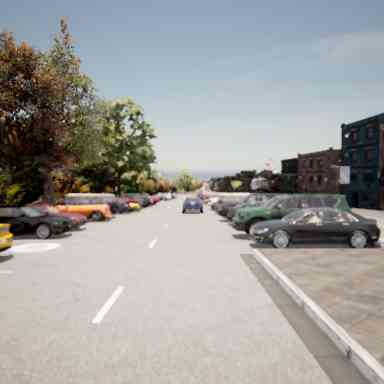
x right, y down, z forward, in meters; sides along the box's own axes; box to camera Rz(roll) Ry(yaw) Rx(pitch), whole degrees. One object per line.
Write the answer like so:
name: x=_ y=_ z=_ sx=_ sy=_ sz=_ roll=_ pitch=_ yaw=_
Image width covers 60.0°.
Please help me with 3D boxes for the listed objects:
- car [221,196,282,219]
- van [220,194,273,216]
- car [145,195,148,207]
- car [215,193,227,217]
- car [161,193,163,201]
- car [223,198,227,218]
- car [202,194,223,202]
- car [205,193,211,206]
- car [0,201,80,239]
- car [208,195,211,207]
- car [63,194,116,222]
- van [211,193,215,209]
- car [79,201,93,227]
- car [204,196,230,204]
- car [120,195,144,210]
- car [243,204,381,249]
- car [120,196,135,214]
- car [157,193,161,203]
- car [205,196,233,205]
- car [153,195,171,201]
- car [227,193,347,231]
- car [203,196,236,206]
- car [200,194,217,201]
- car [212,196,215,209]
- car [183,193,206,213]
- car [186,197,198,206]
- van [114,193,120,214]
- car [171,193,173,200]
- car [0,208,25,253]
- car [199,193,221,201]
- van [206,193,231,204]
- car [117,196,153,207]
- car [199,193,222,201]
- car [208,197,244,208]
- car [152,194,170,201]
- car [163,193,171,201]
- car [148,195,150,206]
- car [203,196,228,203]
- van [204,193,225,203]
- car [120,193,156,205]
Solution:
car: x=4.771 y=1.239 z=27.149 sx=4.553 sy=1.767 sz=2.185 roll=0 pitch=0 yaw=0
van: x=4.852 y=1.143 z=29.953 sx=4.442 sy=1.987 sz=1.878 roll=0 pitch=0 yaw=0
car: x=-8.334 y=1.416 z=41.006 sx=4.792 sy=1.488 sz=2.163 roll=0 pitch=0 yaw=0
car: x=4.714 y=1.112 z=24.348 sx=5.566 sy=2.045 sz=2.435 roll=0 pitch=0 yaw=0
car: x=-8.369 y=1.187 z=57.592 sx=5.566 sy=2.045 sz=2.435 roll=0 pitch=0 yaw=0
car: x=4.738 y=1.364 z=21.543 sx=4.892 sy=1.521 sz=2.231 roll=0 pitch=0 yaw=0
car: x=4.616 y=1.393 z=74.803 sx=4.553 sy=1.767 sz=2.185 roll=0 pitch=0 yaw=0
car: x=4.687 y=1.134 z=41.167 sx=5.566 sy=2.045 sz=2.435 roll=0 pitch=0 yaw=0
car: x=-8.339 y=1.375 z=15.942 sx=5.008 sy=1.535 sz=2.097 roll=0 pitch=0 yaw=0
car: x=4.727 y=1.381 z=38.363 sx=5.008 sy=1.535 sz=2.097 roll=0 pitch=0 yaw=0
car: x=-8.307 y=1.239 z=24.297 sx=4.553 sy=1.767 sz=2.185 roll=0 pitch=0 yaw=0
van: x=4.610 y=1.151 z=35.560 sx=4.442 sy=1.987 sz=1.878 roll=0 pitch=0 yaw=0
car: x=-8.337 y=1.409 z=18.729 sx=4.674 sy=1.452 sz=2.002 roll=0 pitch=0 yaw=0
car: x=4.699 y=1.495 z=63.589 sx=4.792 sy=1.488 sz=2.163 roll=0 pitch=0 yaw=0
car: x=-8.167 y=1.375 z=35.435 sx=5.366 sy=1.575 sz=1.946 roll=0 pitch=0 yaw=0
car: x=4.752 y=1.388 z=13.138 sx=4.892 sy=1.521 sz=2.231 roll=0 pitch=0 yaw=0
car: x=-8.346 y=1.414 z=32.650 sx=4.674 sy=1.452 sz=2.002 roll=0 pitch=0 yaw=0
car: x=-8.363 y=1.174 z=54.930 sx=5.566 sy=2.045 sz=2.435 roll=0 pitch=0 yaw=0
car: x=4.652 y=1.468 z=57.983 sx=4.792 sy=1.488 sz=2.163 roll=0 pitch=0 yaw=0
car: x=-8.442 y=1.640 z=93.918 sx=4.792 sy=1.488 sz=2.163 roll=0 pitch=0 yaw=0
car: x=4.717 y=1.124 z=15.938 sx=5.566 sy=2.045 sz=2.435 roll=0 pitch=0 yaw=0
car: x=4.502 y=1.423 z=55.179 sx=5.366 sy=1.575 sz=1.946 roll=0 pitch=0 yaw=0
car: x=4.582 y=1.472 z=91.622 sx=4.553 sy=1.767 sz=2.185 roll=0 pitch=0 yaw=0
car: x=4.737 y=1.374 z=32.757 sx=4.892 sy=1.521 sz=2.231 roll=0 pitch=0 yaw=0
car: x=0.080 y=1.250 z=35.789 sx=2.097 sy=1.767 sz=4.553 roll=0 pitch=0 yaw=0
car: x=0.037 y=1.541 z=53.880 sx=1.895 sy=1.301 sz=4.718 roll=0 pitch=0 yaw=0
van: x=-8.456 y=1.139 z=27.078 sx=4.442 sy=1.987 sz=1.878 roll=0 pitch=0 yaw=0
car: x=-8.269 y=1.568 z=85.591 sx=5.366 sy=1.575 sz=1.946 roll=0 pitch=0 yaw=0
car: x=-8.328 y=1.400 z=10.374 sx=5.008 sy=1.535 sz=2.097 roll=0 pitch=0 yaw=0
car: x=4.653 y=1.320 z=86.016 sx=5.566 sy=2.045 sz=2.435 roll=0 pitch=0 yaw=0
van: x=4.793 y=1.226 z=60.787 sx=4.442 sy=1.987 sz=1.878 roll=0 pitch=0 yaw=0
car: x=-8.375 y=1.405 z=49.361 sx=5.008 sy=1.535 sz=2.097 roll=0 pitch=0 yaw=0
car: x=4.659 y=1.307 z=83.213 sx=5.566 sy=2.045 sz=2.435 roll=0 pitch=0 yaw=0
car: x=4.733 y=1.426 z=46.772 sx=4.792 sy=1.488 sz=2.163 roll=0 pitch=0 yaw=0
car: x=-8.496 y=1.471 z=91.141 sx=4.553 sy=1.767 sz=2.185 roll=0 pitch=0 yaw=0
car: x=-8.454 y=1.559 z=82.814 sx=4.892 sy=1.521 sz=2.231 roll=0 pitch=0 yaw=0
car: x=-8.398 y=1.420 z=43.791 sx=4.792 sy=1.488 sz=2.163 roll=0 pitch=0 yaw=0
car: x=4.694 y=1.508 z=66.392 sx=4.792 sy=1.488 sz=2.163 roll=0 pitch=0 yaw=0
van: x=4.770 y=1.279 z=72.000 sx=4.442 sy=1.987 sz=1.878 roll=0 pitch=0 yaw=0
car: x=-8.347 y=1.146 z=46.575 sx=5.566 sy=2.045 sz=2.435 roll=0 pitch=0 yaw=0
